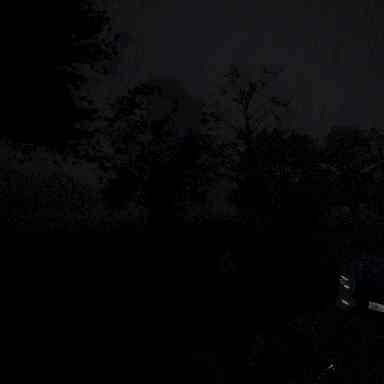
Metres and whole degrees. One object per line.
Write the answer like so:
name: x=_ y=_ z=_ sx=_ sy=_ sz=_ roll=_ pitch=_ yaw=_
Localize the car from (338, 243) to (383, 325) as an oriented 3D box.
car: x=4.855 y=1.485 z=6.539 sx=5.008 sy=1.535 sz=1.882 roll=0 pitch=0 yaw=-36
